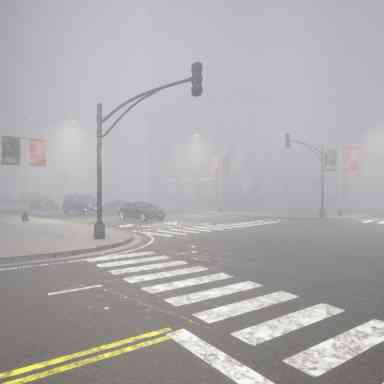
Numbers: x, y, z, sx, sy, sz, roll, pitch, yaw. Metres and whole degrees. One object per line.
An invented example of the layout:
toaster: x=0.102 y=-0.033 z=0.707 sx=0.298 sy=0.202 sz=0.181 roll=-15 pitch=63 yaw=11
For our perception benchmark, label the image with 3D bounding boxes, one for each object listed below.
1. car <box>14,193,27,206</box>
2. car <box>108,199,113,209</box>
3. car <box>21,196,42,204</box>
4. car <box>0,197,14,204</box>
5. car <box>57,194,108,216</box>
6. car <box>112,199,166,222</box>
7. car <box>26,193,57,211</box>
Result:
car: x=-26.077 y=1.198 z=53.379 sx=5.566 sy=2.045 sz=2.150 roll=0 pitch=0 yaw=45
car: x=-9.343 y=1.557 z=41.194 sx=1.994 sy=1.385 sz=4.181 roll=0 pitch=0 yaw=-45
car: x=-29.763 y=1.453 z=61.674 sx=1.882 sy=1.535 sz=5.008 roll=0 pitch=-1 yaw=-45
car: x=-33.657 y=1.532 z=60.975 sx=1.994 sy=1.385 sz=4.181 roll=0 pitch=0 yaw=-45
car: x=-11.052 y=1.207 z=33.428 sx=2.150 sy=2.045 sz=5.566 roll=0 pitch=0 yaw=-45
car: x=-4.041 y=1.495 z=26.397 sx=1.837 sy=1.490 sz=4.892 roll=0 pitch=0 yaw=-44
car: x=-18.143 y=1.333 z=40.548 sx=2.097 sy=1.767 sz=4.553 roll=0 pitch=0 yaw=-45
